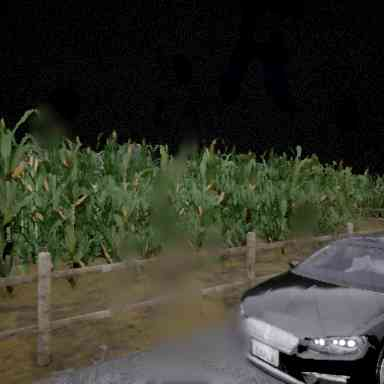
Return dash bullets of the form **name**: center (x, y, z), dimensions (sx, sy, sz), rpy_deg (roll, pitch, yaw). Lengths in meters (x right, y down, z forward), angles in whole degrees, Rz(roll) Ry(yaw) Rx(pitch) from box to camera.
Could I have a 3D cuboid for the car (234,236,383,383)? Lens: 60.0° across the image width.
- **car**: center (2.791, 1.495, 5.068), dimensions (4.902, 1.511, 2.128), rpy_deg (0, 0, -36)
